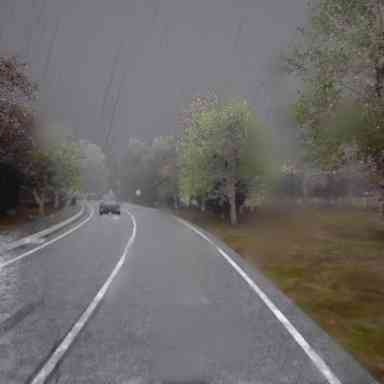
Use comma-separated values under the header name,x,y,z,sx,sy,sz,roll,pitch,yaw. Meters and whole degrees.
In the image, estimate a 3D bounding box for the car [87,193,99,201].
name,x,y,z,sx,sy,sz,roll,pitch,yaw
car,-20.571,0.924,69.077,2.097,1.767,4.553,1,0,-20

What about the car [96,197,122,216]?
name,x,y,z,sx,sy,sz,roll,pitch,yaw
car,-7.581,1.414,30.832,2.033,1.411,5.357,1,0,-14
